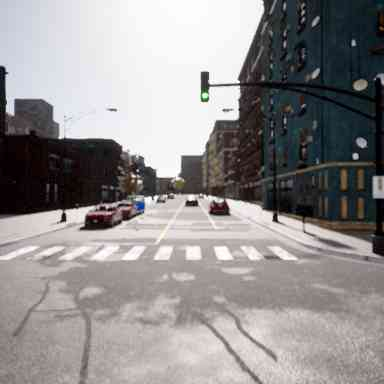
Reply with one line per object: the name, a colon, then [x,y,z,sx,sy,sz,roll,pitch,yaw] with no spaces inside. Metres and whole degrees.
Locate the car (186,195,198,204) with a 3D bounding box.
car: [-0.029,1.324,60.218,2.128,1.511,4.902,0,0,0]

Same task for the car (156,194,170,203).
car: [-5.707,1.410,61.923,1.802,1.307,4.206,1,0,0]

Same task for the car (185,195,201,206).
car: [-0.024,1.424,50.209,1.994,1.385,4.181,0,0,0]

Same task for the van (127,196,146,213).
van: [-5.688,1.247,33.489,1.690,1.788,3.998,1,0,0]

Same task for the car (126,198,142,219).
car: [-5.690,1.467,27.802,1.887,1.381,4.507,1,0,0]

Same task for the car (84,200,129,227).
car: [-5.764,1.483,22.120,1.887,1.381,4.507,1,0,0]

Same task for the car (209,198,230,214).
car: [2.689,1.346,33.554,1.967,1.590,4.097,1,0,0]

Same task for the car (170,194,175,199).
car: [-5.718,1.193,90.355,1.967,1.590,4.097,1,0,0]
